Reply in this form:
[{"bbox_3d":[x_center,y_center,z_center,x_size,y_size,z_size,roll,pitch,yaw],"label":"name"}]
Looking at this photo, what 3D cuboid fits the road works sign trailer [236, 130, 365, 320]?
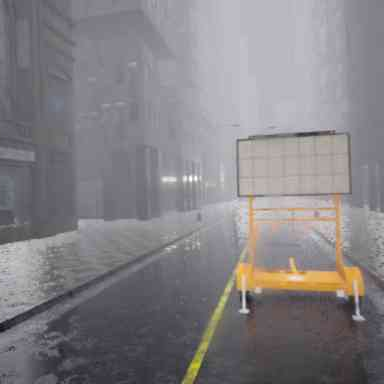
[{"bbox_3d":[2.255,0.490,7.470,2.380,3.560,2.880,-2,-1,14],"label":"road works sign trailer"}]
